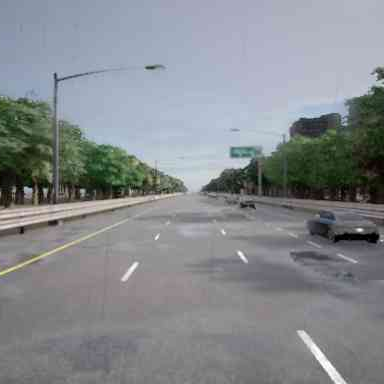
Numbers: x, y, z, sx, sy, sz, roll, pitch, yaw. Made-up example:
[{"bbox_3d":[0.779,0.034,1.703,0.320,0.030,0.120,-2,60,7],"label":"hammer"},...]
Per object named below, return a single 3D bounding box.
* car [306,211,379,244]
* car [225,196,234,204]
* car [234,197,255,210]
[{"bbox_3d":[7.010,1.570,15.901,1.994,1.385,4.181,0,0,0],"label":"car"},{"bbox_3d":[7.191,1.529,61.619,2.033,1.411,5.357,0,0,0],"label":"car"},{"bbox_3d":[7.097,1.504,43.958,1.837,1.490,4.892,0,0,0],"label":"car"}]
